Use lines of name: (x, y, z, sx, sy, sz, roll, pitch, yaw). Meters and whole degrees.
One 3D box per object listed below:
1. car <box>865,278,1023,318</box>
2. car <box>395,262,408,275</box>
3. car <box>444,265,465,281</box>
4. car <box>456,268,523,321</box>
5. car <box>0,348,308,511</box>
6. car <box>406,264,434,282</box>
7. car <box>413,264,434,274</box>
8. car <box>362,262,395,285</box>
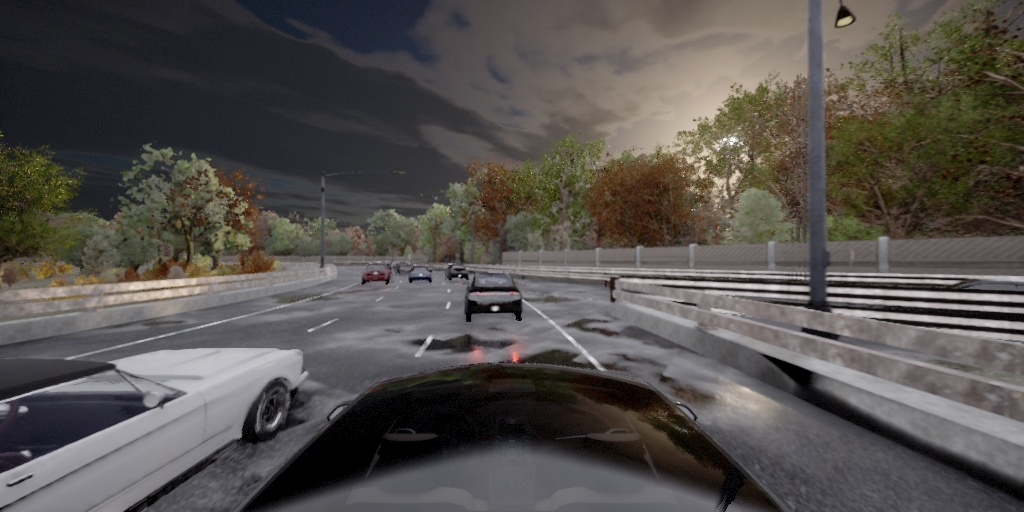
car: (12.965, 1.338, 9.843, 1.812, 1.442, 4.674, 0, -1, -43)
car: (-14.992, 1.741, 49.328, 2.128, 1.511, 4.902, 0, -1, -26)
car: (-5.541, 1.600, 35.316, 1.837, 1.490, 4.892, 0, -1, -18)
car: (-0.741, 1.358, 13.026, 2.128, 1.511, 4.902, 0, 0, -6)
car: (-3.508, 1.363, 2.412, 1.895, 1.301, 4.718, 0, -1, 0)
car: (-8.475, 1.640, 32.943, 1.994, 1.385, 4.181, 0, -1, -16)
car: (-13.185, 1.888, 53.324, 1.895, 1.301, 4.718, 0, -1, -28)
car: (-11.346, 1.406, 30.336, 2.097, 1.767, 4.553, 0, -1, -16)
